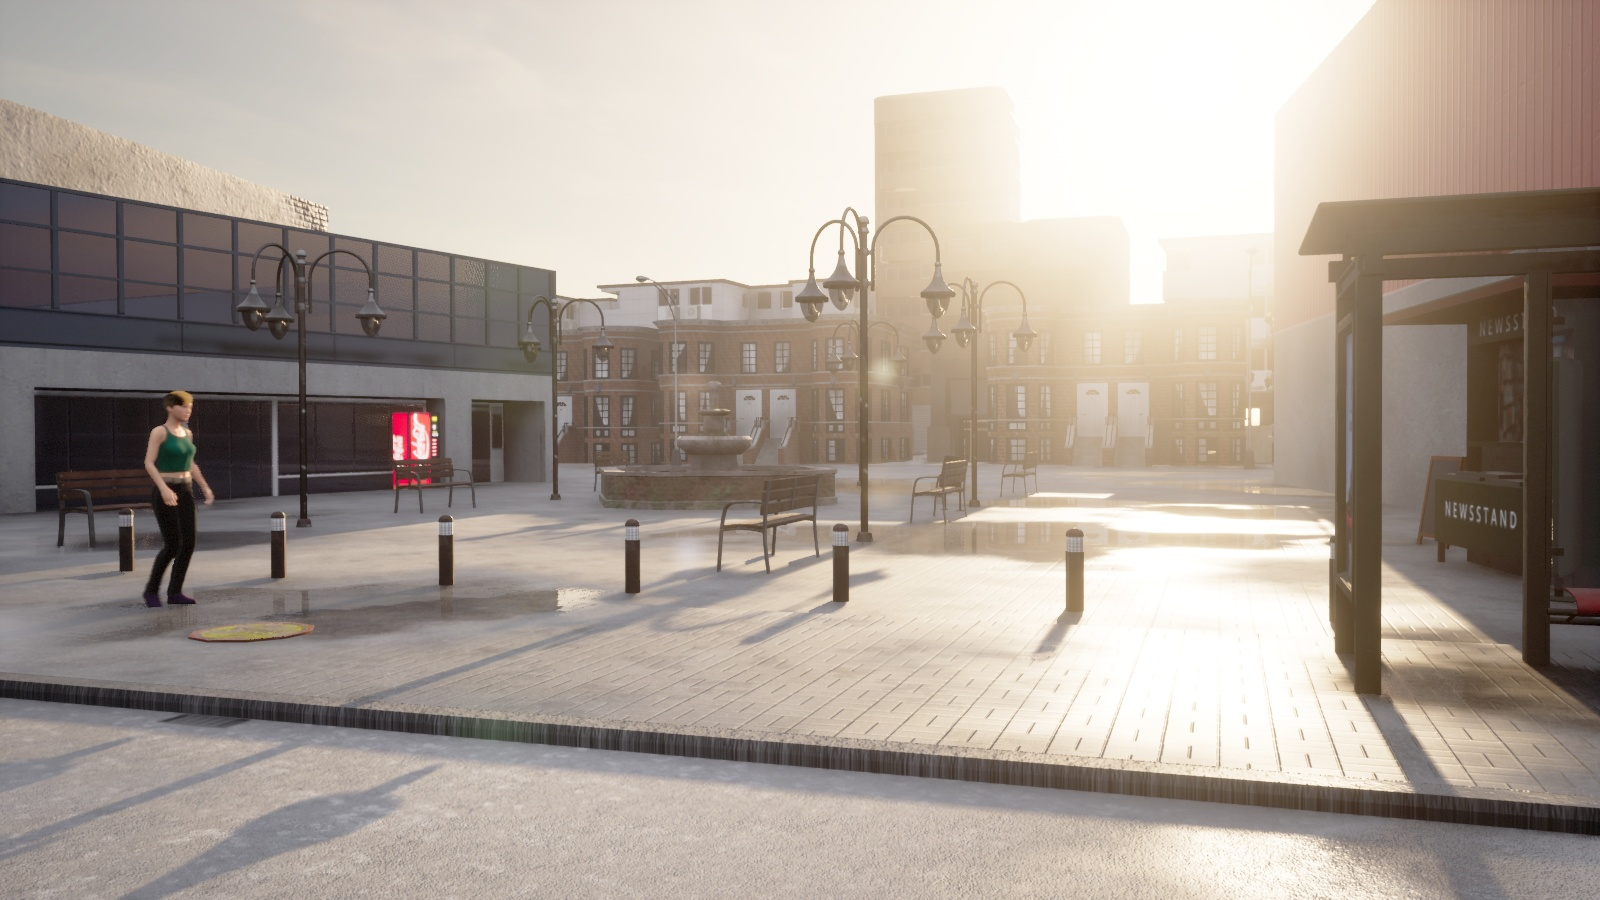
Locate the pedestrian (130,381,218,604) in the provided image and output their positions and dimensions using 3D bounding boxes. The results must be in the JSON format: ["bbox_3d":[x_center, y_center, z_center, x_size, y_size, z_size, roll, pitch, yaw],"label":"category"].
[{"bbox_3d":[-5.271,0.347,10.578,0.594,1.836,0.345,1,1,19],"label":"pedestrian"}]
